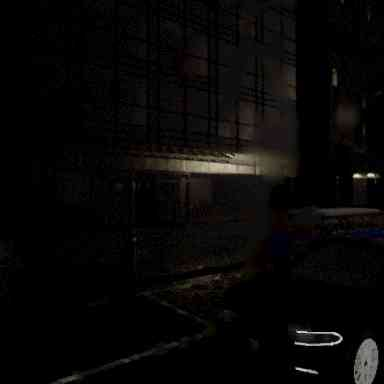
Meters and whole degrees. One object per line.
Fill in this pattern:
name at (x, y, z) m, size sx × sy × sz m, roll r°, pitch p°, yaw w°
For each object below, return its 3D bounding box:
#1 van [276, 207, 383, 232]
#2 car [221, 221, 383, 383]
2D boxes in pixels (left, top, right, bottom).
van at (4.195, 1.371, 9.832) m, size 3.998 × 1.788 × 1.690 m, roll 0°, pitch 0°, yaw -37°
car at (2.684, 1.494, 5.389) m, size 5.008 × 1.535 × 1.882 m, roll 0°, pitch 0°, yaw -37°
